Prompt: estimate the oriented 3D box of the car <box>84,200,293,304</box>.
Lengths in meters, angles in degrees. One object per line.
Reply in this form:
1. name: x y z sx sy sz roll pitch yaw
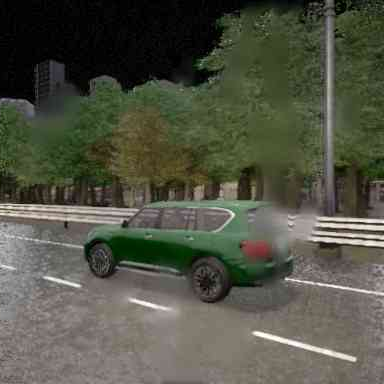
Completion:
1. car: -0.331 1.223 8.405 5.566 2.045 2.150 0 0 36
